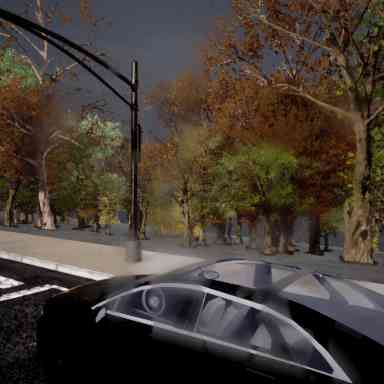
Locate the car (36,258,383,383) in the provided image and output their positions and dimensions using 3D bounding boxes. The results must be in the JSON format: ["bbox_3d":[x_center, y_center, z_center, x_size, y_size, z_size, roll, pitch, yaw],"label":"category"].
[{"bbox_3d":[0.238,1.491,3.503,4.902,1.511,2.128,0,0,37],"label":"car"}]
